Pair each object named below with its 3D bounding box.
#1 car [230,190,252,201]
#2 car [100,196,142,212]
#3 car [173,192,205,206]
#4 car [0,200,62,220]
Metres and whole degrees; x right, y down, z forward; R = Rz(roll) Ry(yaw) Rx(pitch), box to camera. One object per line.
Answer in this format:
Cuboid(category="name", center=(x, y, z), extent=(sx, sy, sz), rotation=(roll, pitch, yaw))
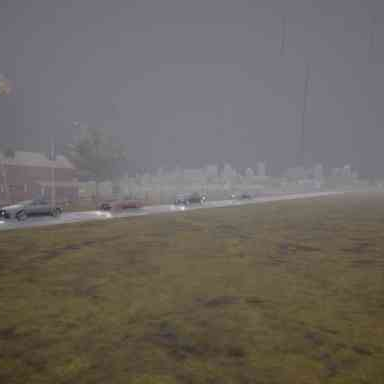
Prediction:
Cuboid(category="car", center=(7.585, 0.514, 51.481), extent=(2.128, 1.511, 4.902), rotation=(1, 2, 36))
Cuboid(category="car", center=(-6.730, 1.087, 31.872), extent=(1.994, 1.385, 4.181), rotation=(1, 2, 36))
Cuboid(category="car", center=(-0.349, 0.807, 40.658), extent=(1.837, 1.490, 4.892), rotation=(1, 2, 36))
Cuboid(category="car", center=(-11.925, 1.263, 24.736), extent=(1.994, 1.385, 4.181), rotation=(1, 2, 34))
